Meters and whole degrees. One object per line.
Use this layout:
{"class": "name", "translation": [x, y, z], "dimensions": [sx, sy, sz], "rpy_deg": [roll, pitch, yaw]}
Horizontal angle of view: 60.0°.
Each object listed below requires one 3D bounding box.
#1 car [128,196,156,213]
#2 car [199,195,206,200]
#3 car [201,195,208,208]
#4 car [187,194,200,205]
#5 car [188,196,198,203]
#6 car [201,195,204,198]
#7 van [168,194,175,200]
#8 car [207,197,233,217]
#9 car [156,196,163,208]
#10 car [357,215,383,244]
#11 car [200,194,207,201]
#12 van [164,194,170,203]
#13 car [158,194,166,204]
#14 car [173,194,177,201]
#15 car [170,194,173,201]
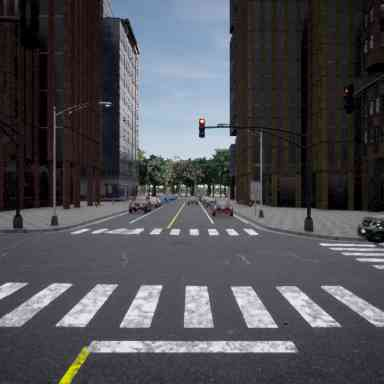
{"class": "car", "translation": [-5.734, 1.321, 37.157], "dimensions": [2.192, 1.841, 5.009], "rpy_deg": [0, 0, 0]}
{"class": "car", "translation": [2.833, 1.561, 91.696], "dimensions": [1.752, 1.417, 4.829], "rpy_deg": [0, 0, 0]}
{"class": "car", "translation": [2.799, 1.560, 48.025], "dimensions": [2.008, 1.369, 4.403], "rpy_deg": [0, 0, 0]}
{"class": "car", "translation": [0.142, 1.562, 59.484], "dimensions": [2.033, 1.411, 5.357], "rpy_deg": [0, 0, 0]}
{"class": "car", "translation": [0.155, 1.584, 69.774], "dimensions": [1.994, 1.385, 4.181], "rpy_deg": [0, 0, 0]}
{"class": "car", "translation": [2.804, 1.557, 53.463], "dimensions": [1.887, 1.381, 4.507], "rpy_deg": [0, 0, 0]}
{"class": "van", "translation": [-5.693, 1.377, 91.533], "dimensions": [1.690, 1.788, 3.998], "rpy_deg": [0, 0, 0]}
{"class": "car", "translation": [2.787, 1.444, 31.713], "dimensions": [1.967, 1.590, 4.097], "rpy_deg": [0, 0, 0]}
{"class": "car", "translation": [-5.726, 1.592, 48.032], "dimensions": [1.802, 1.307, 4.206], "rpy_deg": [0, 0, 0]}
{"class": "car", "translation": [10.420, 1.456, 14.685], "dimensions": [5.566, 2.045, 2.150], "rpy_deg": [1, 0, 3]}
{"class": "car", "translation": [2.808, 1.559, 58.901], "dimensions": [1.887, 1.381, 4.507], "rpy_deg": [0, 0, 0]}
{"class": "van", "translation": [-5.714, 1.359, 64.345], "dimensions": [1.690, 1.788, 3.998], "rpy_deg": [0, 0, 0]}
{"class": "car", "translation": [-5.722, 1.537, 53.300], "dimensions": [1.752, 1.417, 4.829], "rpy_deg": [0, 0, 0]}
{"class": "car", "translation": [-5.696, 1.597, 86.095], "dimensions": [1.947, 1.339, 4.313], "rpy_deg": [0, 0, 0]}
{"class": "car", "translation": [-5.709, 1.571, 69.783], "dimensions": [2.008, 1.369, 4.403], "rpy_deg": [0, 0, 0]}
